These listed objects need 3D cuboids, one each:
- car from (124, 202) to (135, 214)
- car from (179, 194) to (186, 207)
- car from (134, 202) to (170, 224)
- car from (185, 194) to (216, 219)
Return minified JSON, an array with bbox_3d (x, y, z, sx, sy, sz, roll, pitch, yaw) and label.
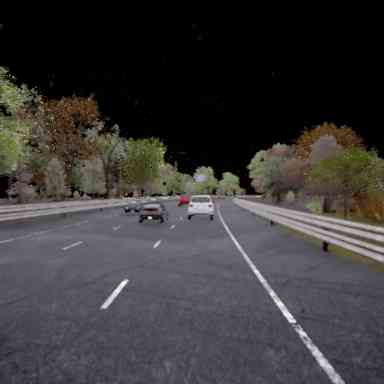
[{"bbox_3d":[-5.866,1.682,35.818,1.895,1.301,4.718,0,0,3],"label":"car"},{"bbox_3d":[-0.878,1.400,56.339,2.150,2.045,5.566,0,0,5],"label":"car"},{"bbox_3d":[-2.849,1.569,25.770,1.837,1.490,4.892,0,0,2],"label":"car"},{"bbox_3d":[0.847,1.316,30.188,2.150,2.045,5.566,0,0,3],"label":"car"}]
